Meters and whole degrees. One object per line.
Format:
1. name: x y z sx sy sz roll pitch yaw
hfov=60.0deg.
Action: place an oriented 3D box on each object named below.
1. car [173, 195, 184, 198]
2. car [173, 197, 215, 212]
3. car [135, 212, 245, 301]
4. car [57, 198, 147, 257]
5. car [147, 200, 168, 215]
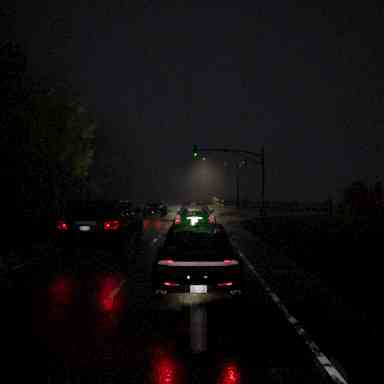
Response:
1. car: -3.331 1.516 74.641 2.128 1.511 4.902 0 0 0
2. car: 0.132 1.356 17.585 2.097 1.767 4.553 0 0 0
3. car: 0.116 1.494 8.289 2.128 1.511 4.902 0 0 0
4. car: -3.371 1.226 13.159 2.150 2.045 5.566 0 0 0
5. car: -3.341 1.499 30.895 2.128 1.511 4.902 0 0 0
